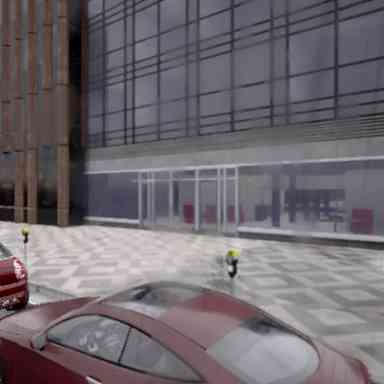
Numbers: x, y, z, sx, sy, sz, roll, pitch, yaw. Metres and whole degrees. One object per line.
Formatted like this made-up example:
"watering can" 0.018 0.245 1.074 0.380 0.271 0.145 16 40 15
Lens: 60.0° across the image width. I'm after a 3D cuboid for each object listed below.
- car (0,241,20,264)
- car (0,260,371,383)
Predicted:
"car" -5.076 1.475 6.579 4.097 1.590 1.967 0 0 35
"car" -0.487 1.592 3.306 4.206 1.307 1.802 0 0 35
